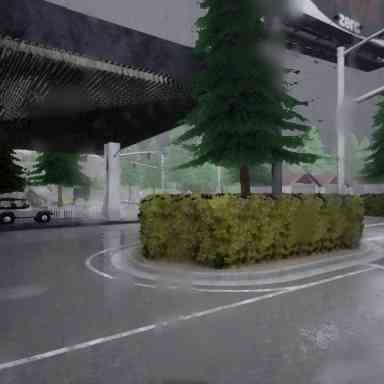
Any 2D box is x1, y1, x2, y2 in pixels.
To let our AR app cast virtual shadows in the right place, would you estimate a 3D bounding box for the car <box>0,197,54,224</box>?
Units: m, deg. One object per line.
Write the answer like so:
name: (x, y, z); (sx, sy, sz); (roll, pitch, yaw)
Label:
car: (-11.986, 1.313, 23.463); (3.866, 1.878, 1.905); (0, 0, -36)
